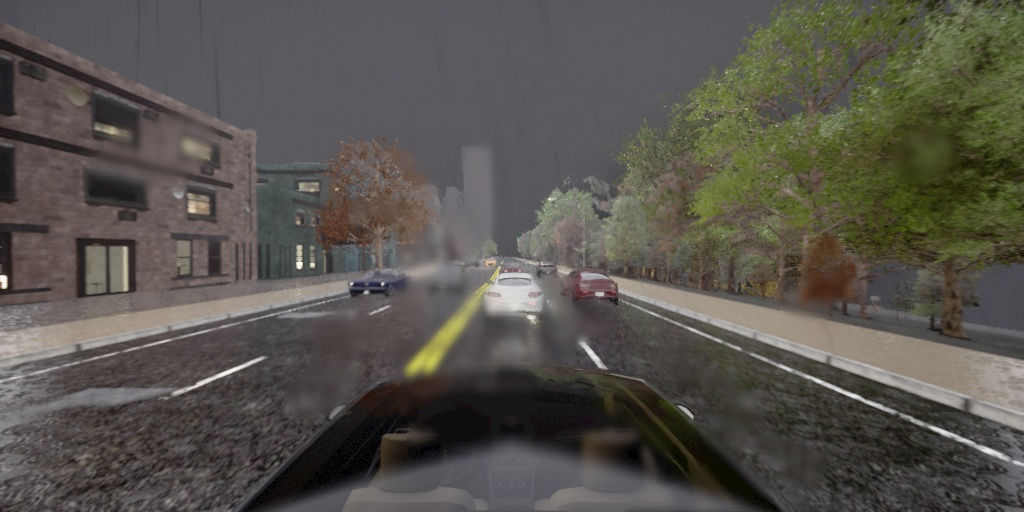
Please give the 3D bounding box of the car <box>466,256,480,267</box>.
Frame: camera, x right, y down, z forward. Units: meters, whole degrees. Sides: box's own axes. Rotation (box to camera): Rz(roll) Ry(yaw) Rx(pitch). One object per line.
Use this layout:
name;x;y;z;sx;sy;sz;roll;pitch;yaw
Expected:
car;-7.095;0.973;64.983;2.150;2.045;5.566;0;0;-1

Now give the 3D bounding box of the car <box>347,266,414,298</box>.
car;-6.602;1.349;18.475;1.895;1.301;4.718;0;0;0

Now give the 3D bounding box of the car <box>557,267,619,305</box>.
car;3.337;1.273;15.876;1.812;1.442;4.674;0;0;0

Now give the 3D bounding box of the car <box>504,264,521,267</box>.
car;0.013;1.346;33.298;1.895;1.301;4.718;0;0;-1

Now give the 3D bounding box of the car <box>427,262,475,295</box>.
car;-3.355;1.252;19.784;1.837;1.490;4.892;0;0;0

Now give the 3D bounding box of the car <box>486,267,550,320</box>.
car;0.101;1.274;12.472;1.812;1.442;4.674;0;0;0

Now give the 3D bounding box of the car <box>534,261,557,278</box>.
car;3.248;1.236;33.998;2.128;1.511;4.902;0;0;-1
